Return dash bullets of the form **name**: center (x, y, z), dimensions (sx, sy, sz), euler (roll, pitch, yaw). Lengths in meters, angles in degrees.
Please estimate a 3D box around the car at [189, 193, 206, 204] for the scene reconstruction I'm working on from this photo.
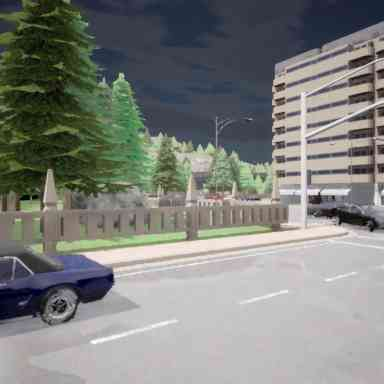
- **car**: center (1.133, 1.225, 66.262), dimensions (2.150, 2.045, 5.566), euler (0, 0, 14)

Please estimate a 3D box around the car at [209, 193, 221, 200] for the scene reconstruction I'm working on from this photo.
- **car**: center (4.801, 1.166, 65.225), dimensions (2.150, 2.045, 5.566), euler (0, 0, 14)

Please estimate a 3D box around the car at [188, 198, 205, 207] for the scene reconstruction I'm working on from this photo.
- **car**: center (0.581, 1.545, 49.965), dimensions (1.895, 1.301, 4.718), euler (0, 0, -8)

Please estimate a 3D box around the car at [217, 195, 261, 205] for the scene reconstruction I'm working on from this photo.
- **car**: center (5.192, 1.422, 36.875), dimensions (1.882, 1.535, 5.008), euler (0, 0, -28)

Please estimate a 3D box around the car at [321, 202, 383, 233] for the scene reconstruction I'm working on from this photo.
- **car**: center (10.329, 1.462, 19.982), dimensions (2.128, 1.511, 4.902), euler (0, 1, -12)

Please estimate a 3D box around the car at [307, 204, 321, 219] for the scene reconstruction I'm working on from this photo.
- **car**: center (11.771, 1.492, 26.559), dimensions (2.033, 1.411, 5.357), euler (0, 0, -37)

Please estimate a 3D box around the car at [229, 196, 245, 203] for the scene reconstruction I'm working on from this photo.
- **car**: center (9.239, 1.492, 67.906), dimensions (2.033, 1.411, 5.357), euler (0, 0, 20)

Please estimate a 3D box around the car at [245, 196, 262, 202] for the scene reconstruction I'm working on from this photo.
- **car**: center (14.303, 1.540, 77.284), dimensions (1.895, 1.301, 4.718), euler (0, 0, 40)

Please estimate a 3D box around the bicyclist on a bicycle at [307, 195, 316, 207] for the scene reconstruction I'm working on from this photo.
- **bicyclist on a bicycle**: center (15.306, 1.245, 42.449), dimensions (1.656, 1.620, 0.582), euler (0, 0, -29)

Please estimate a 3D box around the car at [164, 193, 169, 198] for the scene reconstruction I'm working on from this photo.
- **car**: center (-3.287, 1.163, 54.154), dimensions (2.150, 2.045, 5.566), euler (0, 0, -2)

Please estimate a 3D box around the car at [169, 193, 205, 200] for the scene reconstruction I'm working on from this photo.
- **car**: center (-0.704, 1.168, 41.278), dimensions (2.150, 2.045, 5.566), euler (0, 0, -19)

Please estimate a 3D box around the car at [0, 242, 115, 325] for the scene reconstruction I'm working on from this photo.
- **car**: center (-3.846, 1.601, 5.549), dimensions (4.718, 1.301, 1.895), euler (0, 0, -35)

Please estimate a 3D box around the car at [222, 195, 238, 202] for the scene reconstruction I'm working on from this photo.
- **car**: center (8.588, 1.469, 75.176), dimensions (1.812, 1.442, 4.674), euler (0, 0, 32)
